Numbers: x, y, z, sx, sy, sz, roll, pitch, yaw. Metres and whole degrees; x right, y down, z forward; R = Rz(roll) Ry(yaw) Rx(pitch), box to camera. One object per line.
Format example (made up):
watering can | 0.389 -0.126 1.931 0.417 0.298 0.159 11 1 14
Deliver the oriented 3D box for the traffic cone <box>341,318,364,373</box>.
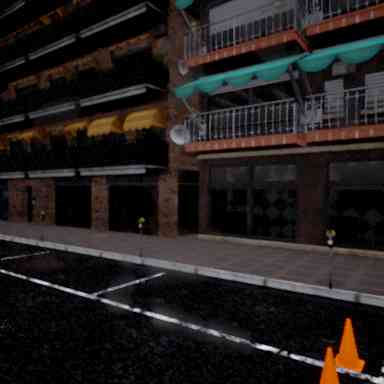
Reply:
traffic cone | 2.044 1.954 4.356 0.340 0.580 0.340 0 0 36

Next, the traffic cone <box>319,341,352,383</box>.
traffic cone | 1.462 1.954 3.542 0.340 0.580 0.340 0 0 36
